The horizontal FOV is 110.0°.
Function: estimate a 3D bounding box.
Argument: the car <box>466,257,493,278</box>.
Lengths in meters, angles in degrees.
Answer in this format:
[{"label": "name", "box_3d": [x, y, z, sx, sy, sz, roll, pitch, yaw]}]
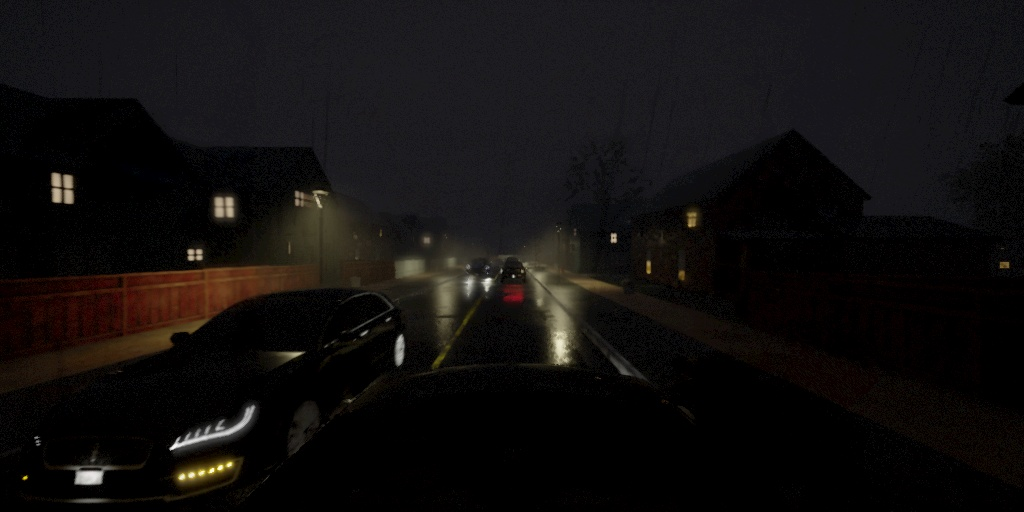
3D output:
[{"label": "car", "box_3d": [-2.851, 0.938, 31.837, 2.097, 1.767, 4.553, 0, 0, 0]}]

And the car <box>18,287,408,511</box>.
[{"label": "car", "box_3d": [-2.841, 1.239, 4.839, 1.837, 1.490, 4.892, 0, 0, 0]}]

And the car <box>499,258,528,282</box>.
[{"label": "car", "box_3d": [0.097, 1.119, 26.850, 1.837, 1.490, 4.892, 0, 0, 0]}]
